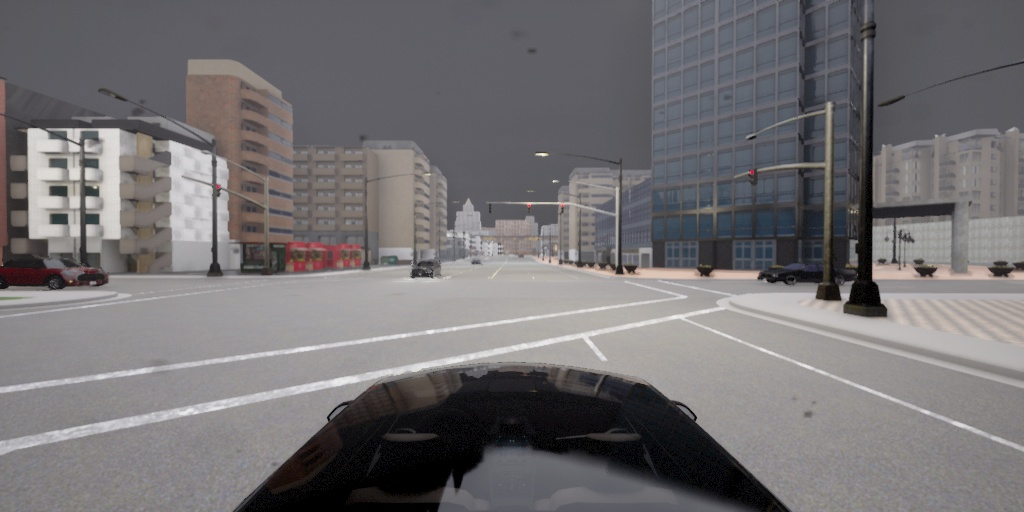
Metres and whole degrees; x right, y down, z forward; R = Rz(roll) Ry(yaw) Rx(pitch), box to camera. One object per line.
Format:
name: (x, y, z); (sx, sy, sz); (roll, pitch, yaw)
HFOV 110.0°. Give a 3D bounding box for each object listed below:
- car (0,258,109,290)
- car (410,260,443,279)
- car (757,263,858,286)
car: (-25.319, 0.903, 19.762); (4.553, 1.767, 2.097); (0, 1, 0)
car: (-7.009, 1.101, 29.665); (1.837, 1.490, 4.892); (0, 2, 0)
car: (18.999, 1.137, 23.131); (5.357, 1.411, 2.033); (0, 1, 1)
